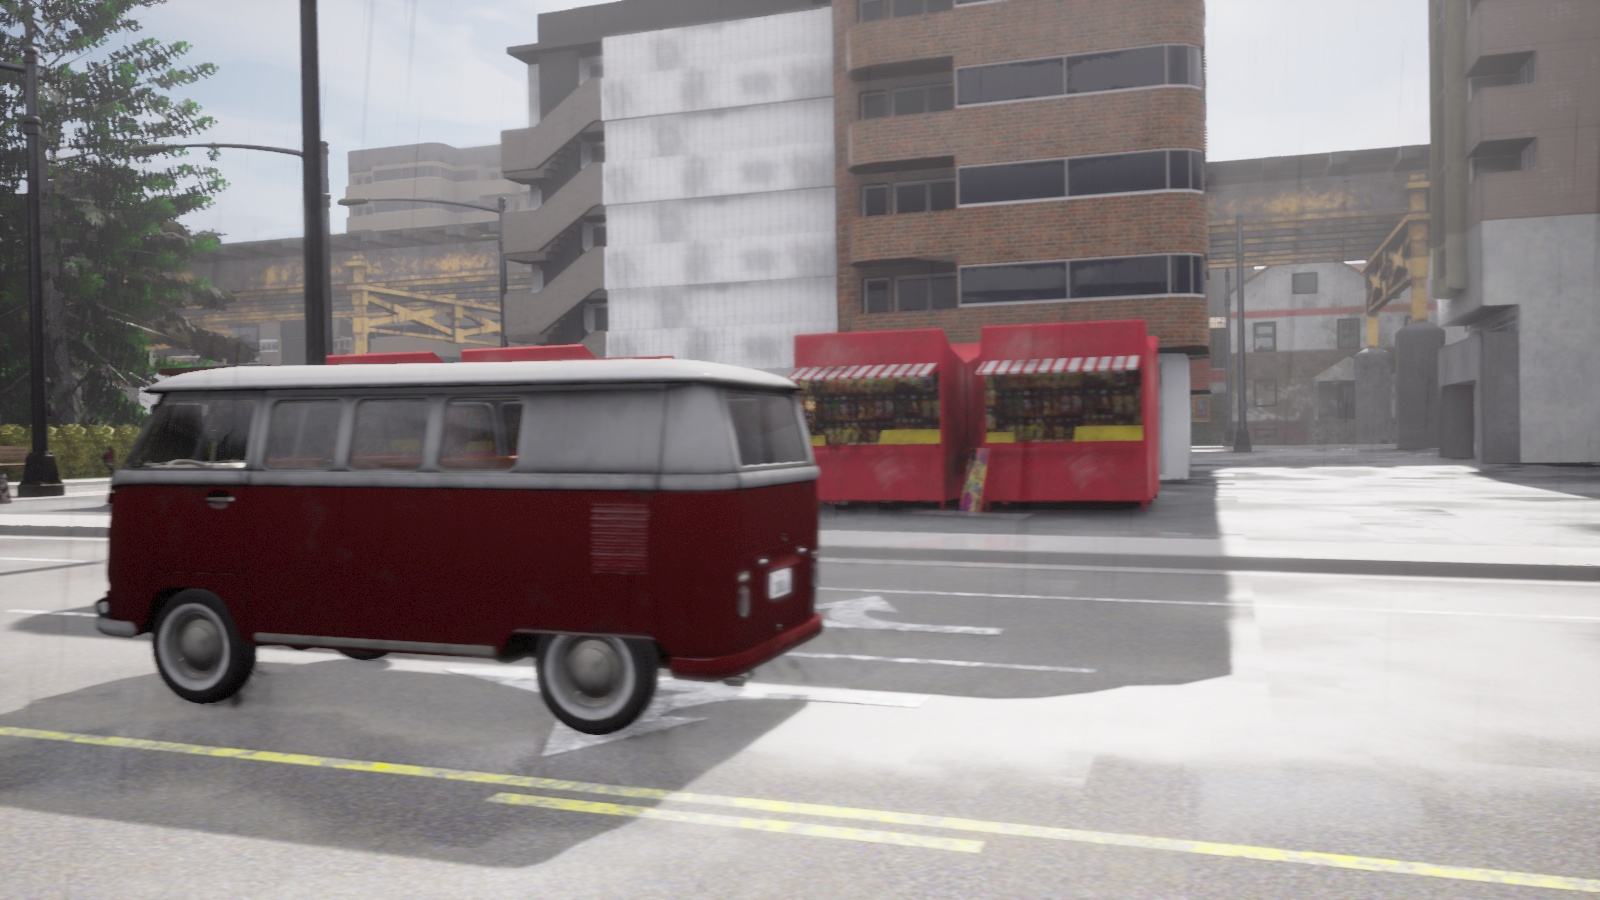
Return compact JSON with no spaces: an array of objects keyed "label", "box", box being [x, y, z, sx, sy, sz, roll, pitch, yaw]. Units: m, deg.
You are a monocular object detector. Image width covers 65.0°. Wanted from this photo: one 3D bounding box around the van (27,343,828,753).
[{"label":"van","box":[-2.220,0.449,7.629,4.442,1.987,1.775,0,1,19]}]
